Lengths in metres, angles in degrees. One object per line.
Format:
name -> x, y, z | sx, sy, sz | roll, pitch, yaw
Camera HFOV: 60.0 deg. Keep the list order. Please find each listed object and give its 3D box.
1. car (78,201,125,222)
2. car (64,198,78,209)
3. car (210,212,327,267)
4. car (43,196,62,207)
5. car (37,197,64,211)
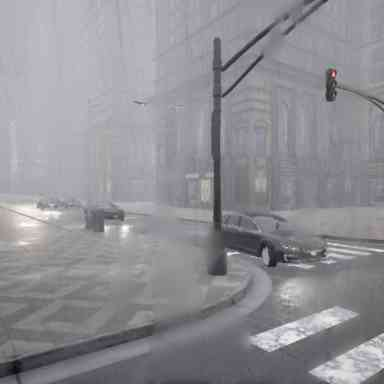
car -> -6.859, 1.467, 25.626 | 1.882, 1.535, 5.008 | 0, 0, -35
car -> -16.317, 1.489, 44.318 | 2.033, 1.411, 5.357 | 0, 0, -35
car -> 2.388, 1.496, 11.588 | 1.837, 1.490, 4.892 | 1, 0, -26
car -> -21.957, 1.446, 52.133 | 1.812, 1.442, 4.674 | 0, 0, -35
car -> -17.854, 1.445, 41.123 | 2.128, 1.511, 4.902 | 0, 0, -35
